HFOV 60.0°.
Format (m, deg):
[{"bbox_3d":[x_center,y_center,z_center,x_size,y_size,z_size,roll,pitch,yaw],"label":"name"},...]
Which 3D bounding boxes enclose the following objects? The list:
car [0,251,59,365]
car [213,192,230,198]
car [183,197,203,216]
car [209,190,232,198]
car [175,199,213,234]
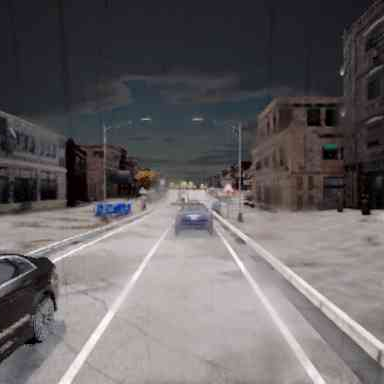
[{"bbox_3d":[-3.099,1.491,3.577,2.128,1.511,4.902,0,0,0],"label":"car"},{"bbox_3d":[8.223,0.770,92.587,4.674,1.452,2.002,0,2,-1],"label":"car"},{"bbox_3d":[0.115,1.568,36.367,2.097,1.767,4.553,0,1,0],"label":"car"},{"bbox_3d":[8.064,0.825,89.827,5.366,1.575,1.946,0,2,-1],"label":"car"},{"bbox_3d":[0.106,1.431,19.619,2.097,1.767,4.553,0,-1,0],"label":"car"}]
